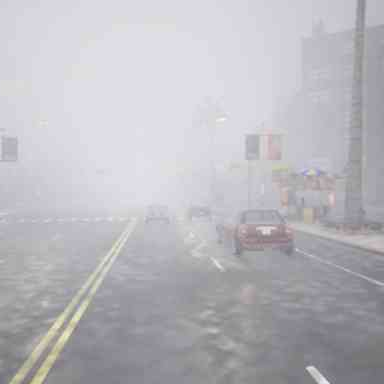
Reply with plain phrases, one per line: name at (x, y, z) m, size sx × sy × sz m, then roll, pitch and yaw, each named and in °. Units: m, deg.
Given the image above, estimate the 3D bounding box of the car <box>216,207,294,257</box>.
car at (2.287, 1.367, 13.293) m, size 2.097 × 1.767 × 4.553 m, roll 0°, pitch 0°, yaw -6°

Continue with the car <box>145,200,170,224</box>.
car at (-2.660, 1.624, 25.728) m, size 2.033 × 1.411 × 5.357 m, roll 0°, pitch 0°, yaw -6°

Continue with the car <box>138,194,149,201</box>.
car at (-13.925, 1.531, 93.777) m, size 2.150 × 2.045 × 5.566 m, roll 0°, pitch 0°, yaw -6°

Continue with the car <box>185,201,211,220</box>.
car at (0.488, 1.542, 29.260) m, size 1.882 × 1.535 × 5.008 m, roll 0°, pitch 0°, yaw -6°

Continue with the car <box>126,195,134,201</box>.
car at (-17.360, 1.682, 93.016) m, size 2.097 × 1.767 × 4.553 m, roll 0°, pitch 0°, yaw -6°
